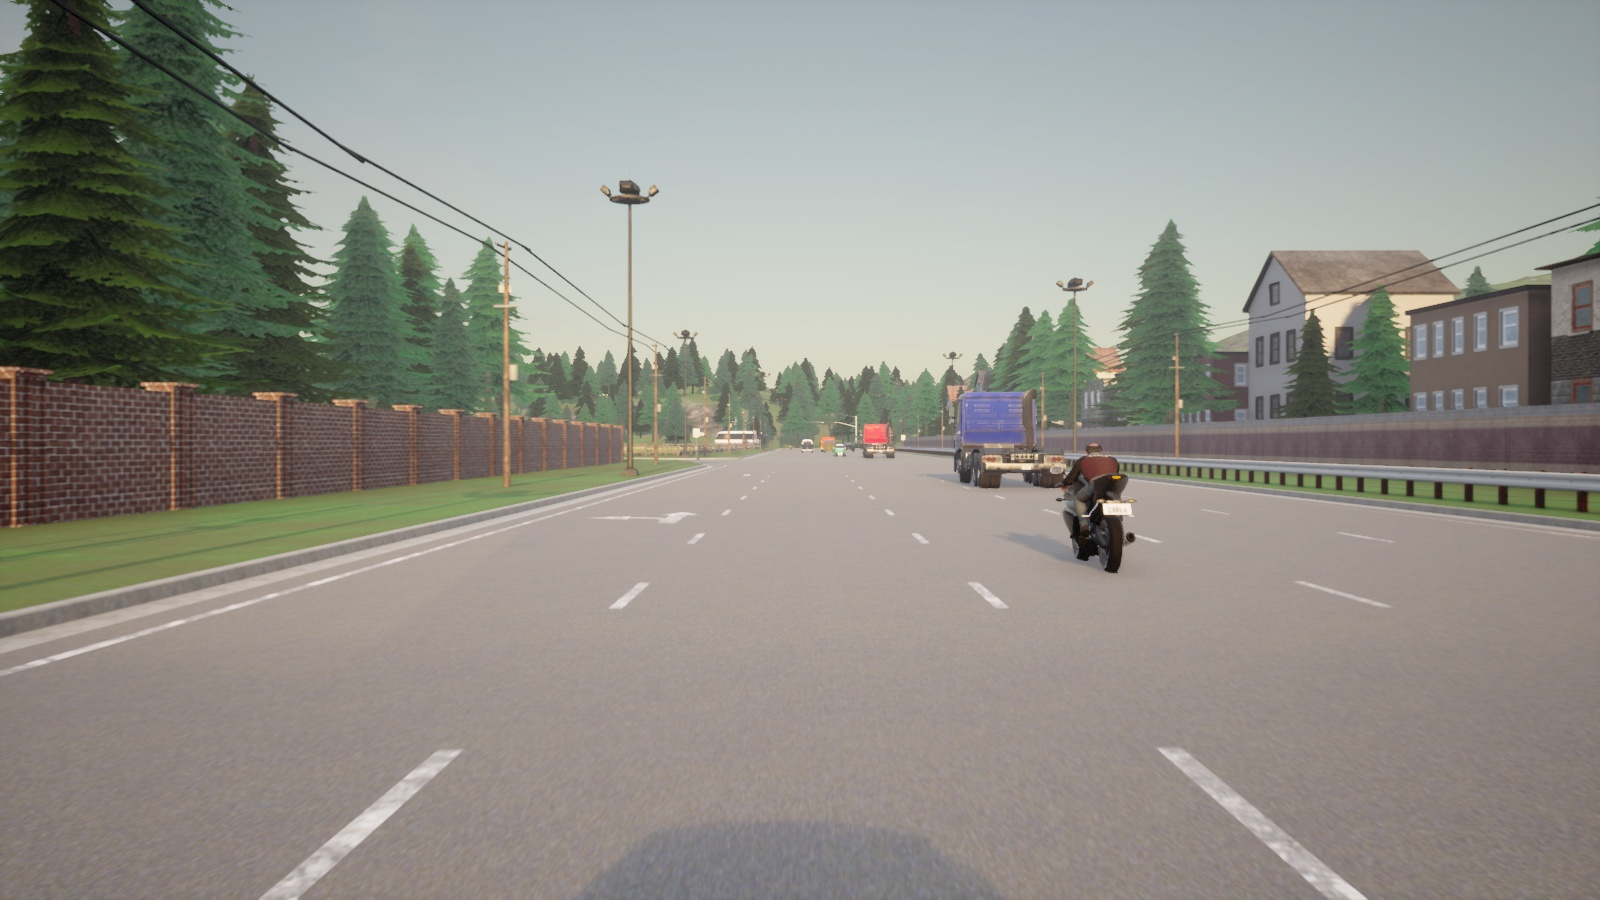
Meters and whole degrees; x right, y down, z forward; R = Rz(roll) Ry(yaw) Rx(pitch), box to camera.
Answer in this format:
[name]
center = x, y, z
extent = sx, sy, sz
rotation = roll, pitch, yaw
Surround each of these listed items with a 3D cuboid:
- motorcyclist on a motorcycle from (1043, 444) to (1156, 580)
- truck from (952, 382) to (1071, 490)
[motorcyclist on a motorcycle]
center = 3.603, 0.698, 15.334
extent = 0.866, 1.530, 2.191
rotation = 0, 0, 0
[truck]
center = 7.268, -0.479, 44.203
extent = 2.891, 3.462, 7.936
rotation = 0, 0, 0
